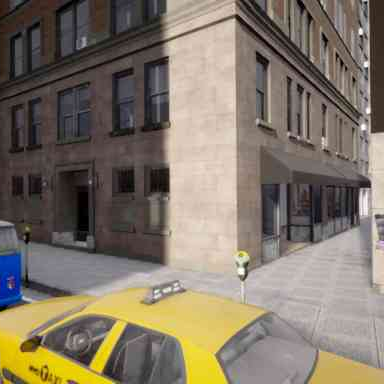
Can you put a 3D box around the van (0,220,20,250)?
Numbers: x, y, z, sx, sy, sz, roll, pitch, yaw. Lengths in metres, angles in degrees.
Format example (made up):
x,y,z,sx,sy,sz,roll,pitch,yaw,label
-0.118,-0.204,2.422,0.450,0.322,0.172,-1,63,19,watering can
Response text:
x,y,z,sx,sy,sz,roll,pitch,yaw,label
-4.946,1.342,6.404,3.998,1.788,1.690,0,-1,36,van

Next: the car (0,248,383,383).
x,y,z,sx,sy,sz,roll,pitch,yaw,label
-0.473,1.525,3.198,4.829,1.417,1.752,0,-1,36,car
